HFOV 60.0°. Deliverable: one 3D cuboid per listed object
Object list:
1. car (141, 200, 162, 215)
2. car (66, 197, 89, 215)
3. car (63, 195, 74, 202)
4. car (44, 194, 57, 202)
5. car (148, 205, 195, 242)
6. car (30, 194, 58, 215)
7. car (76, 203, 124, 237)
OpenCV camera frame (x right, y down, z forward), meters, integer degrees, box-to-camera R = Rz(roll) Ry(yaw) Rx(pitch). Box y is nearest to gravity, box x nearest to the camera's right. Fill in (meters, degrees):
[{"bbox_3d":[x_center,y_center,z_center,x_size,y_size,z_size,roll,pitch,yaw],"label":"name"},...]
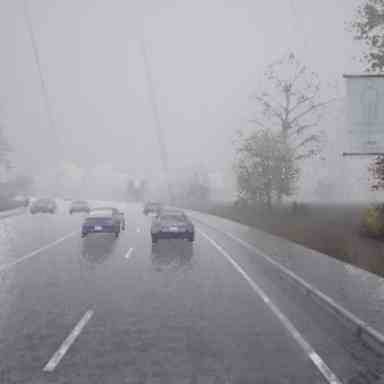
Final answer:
[{"bbox_3d":[-4.047,1.504,33.876,2.128,1.511,4.902,0,0,-13],"label":"car"},{"bbox_3d":[-11.636,1.527,34.680,1.837,1.490,4.892,0,0,-14],"label":"car"},{"bbox_3d":[-26.978,1.350,72.713,1.882,1.535,5.008,0,0,-29],"label":"car"},{"bbox_3d":[-30.892,1.282,72.469,2.097,1.767,4.553,0,0,-29],"label":"car"},{"bbox_3d":[-1.021,1.568,16.512,1.994,1.385,4.181,0,0,-6],"label":"car"},{"bbox_3d":[-15.140,1.376,34.250,2.097,1.767,4.553,0,0,-15],"label":"car"},{"bbox_3d":[-4.705,1.537,17.977,1.812,1.442,4.674,0,0,-7],"label":"car"}]
